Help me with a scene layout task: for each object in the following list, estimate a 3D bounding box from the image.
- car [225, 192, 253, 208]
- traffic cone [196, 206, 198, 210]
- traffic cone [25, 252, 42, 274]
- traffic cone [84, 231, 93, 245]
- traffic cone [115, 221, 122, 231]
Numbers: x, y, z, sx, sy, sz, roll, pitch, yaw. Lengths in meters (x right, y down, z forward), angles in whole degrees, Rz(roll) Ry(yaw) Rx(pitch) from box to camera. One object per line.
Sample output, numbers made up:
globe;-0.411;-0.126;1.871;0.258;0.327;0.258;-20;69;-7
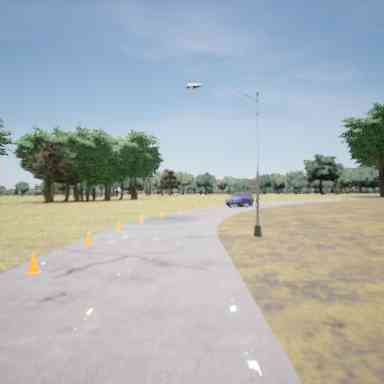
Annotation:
car;6.715;1.051;46.661;2.150;2.045;5.566;0;1;33
traffic cone;0.610;1.895;39.626;0.340;0.580;0.340;0;0;24
traffic cone;-4.431;1.964;9.305;0.340;0.580;0.340;0;0;0
traffic cone;-4.434;1.967;14.305;0.340;0.580;0.340;0;0;0
traffic cone;-4.306;1.972;19.465;0.340;0.580;0.340;0;0;4
